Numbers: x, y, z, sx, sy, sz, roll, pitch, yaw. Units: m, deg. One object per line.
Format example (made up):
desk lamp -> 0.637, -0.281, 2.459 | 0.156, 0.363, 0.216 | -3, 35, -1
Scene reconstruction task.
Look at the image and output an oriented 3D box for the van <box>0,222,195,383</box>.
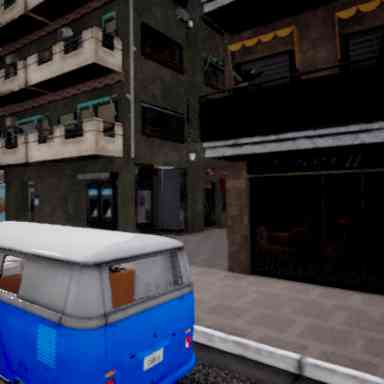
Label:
van -> -1.868, 1.340, 4.225 | 3.998, 1.788, 1.690 | 0, -1, 36
